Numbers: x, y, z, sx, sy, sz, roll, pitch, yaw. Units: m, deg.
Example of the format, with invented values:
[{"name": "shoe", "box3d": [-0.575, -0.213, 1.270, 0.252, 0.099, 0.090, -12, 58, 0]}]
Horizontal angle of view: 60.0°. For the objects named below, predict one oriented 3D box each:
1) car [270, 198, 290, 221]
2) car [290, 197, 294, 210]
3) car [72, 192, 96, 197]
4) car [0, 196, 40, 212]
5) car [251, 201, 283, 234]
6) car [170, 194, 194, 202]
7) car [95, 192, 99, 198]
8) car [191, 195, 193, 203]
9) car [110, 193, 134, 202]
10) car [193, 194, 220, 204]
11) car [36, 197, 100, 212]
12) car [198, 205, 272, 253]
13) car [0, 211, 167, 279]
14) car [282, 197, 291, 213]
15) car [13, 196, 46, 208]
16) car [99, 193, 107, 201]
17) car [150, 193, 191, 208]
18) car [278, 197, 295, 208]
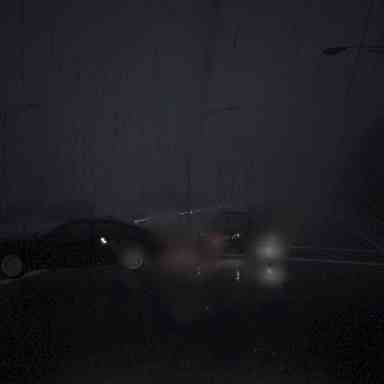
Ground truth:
[{"name": "car", "box3d": [5.901, 1.474, 24.927, 2.128, 1.511, 4.902, 0, 0, 19]}, {"name": "car", "box3d": [9.830, 1.543, 36.525, 1.994, 1.385, 4.181, 0, 0, 19]}, {"name": "car", "box3d": [-18.401, 1.247, 53.739, 4.514, 1.523, 2.007, 0, 0, 19]}, {"name": "car", "box3d": [-15.079, 1.354, 29.404, 3.806, 1.475, 1.970, 0, 0, 19]}, {"name": "car", "box3d": [3.984, 1.489, 19.282, 1.837, 1.490, 4.892, 0, 0, 19]}, {"name": "car", "box3d": [-2.024, 1.255, 68.675, 4.514, 1.523, 2.007, 0, 0, 19]}, {"name": "car", "box3d": [-21.776, 1.296, 67.993, 3.806, 1.475, 1.970, 0, 0, 19]}, {"name": "car", "box3d": [-2.376, 1.051, 44.644, 3.866, 1.878, 1.905, 0, 0, 19]}, {"name": "car", "box3d": [-13.732, 1.043, 65.310, 4.605, 1.855, 1.932, 0, 0, 19]}, {"name": "car", "box3d": [1.727, 1.124, 56.763, 5.027, 1.636, 2.152, 0, 0, 19]}, {"name": "car", "box3d": [-9.006, 1.355, 24.201, 3.633, 1.501, 1.845, 0, 0, 19]}, {"name": "car", "box3d": [1.832, 1.514, 13.876, 1.812, 1.442, 4.674, 0, 0, 24]}, {"name": "car", "box3d": [-3.271, 1.475, 9.857, 5.008, 1.535, 1.882, 0, 0, -15]}, {"name": "car", "box3d": [7.785, 1.486, 30.488, 1.837, 1.490, 4.892, 0, 0, 19]}, {"name": "car", "box3d": [-21.645, 1.271, 44.288, 3.633, 1.501, 1.845, 0, 0, 19]}, {"name": "car", "box3d": [-20.131, 1.011, 70.946, 3.866, 1.878, 1.905, 0, 0, 19]}, {"name": "car", "box3d": [-2.917, 1.073, 41.759, 4.605, 1.855, 1.932, 0, 0, 19]}, {"name": "car", "box3d": [13.596, 1.467, 47.653, 2.128, 1.511, 4.902, 0, 0, 19]}]
